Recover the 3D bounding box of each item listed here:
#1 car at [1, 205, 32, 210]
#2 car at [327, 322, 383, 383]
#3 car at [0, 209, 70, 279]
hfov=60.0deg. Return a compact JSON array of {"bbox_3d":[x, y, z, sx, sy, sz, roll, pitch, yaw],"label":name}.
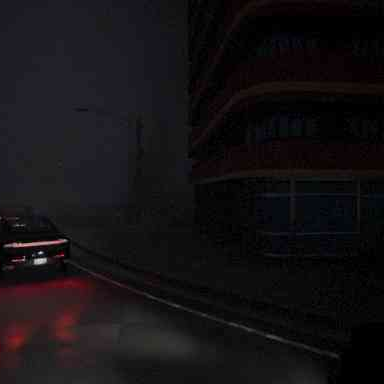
[{"bbox_3d":[-9.592,1.492,18.346,2.128,1.511,4.902,0,0,-22],"label":"car"},{"bbox_3d":[3.243,1.600,1.779,4.718,1.301,1.895,0,0,32],"label":"car"},{"bbox_3d":[-5.210,1.491,10.118,2.128,1.511,4.902,0,0,-37],"label":"car"}]
